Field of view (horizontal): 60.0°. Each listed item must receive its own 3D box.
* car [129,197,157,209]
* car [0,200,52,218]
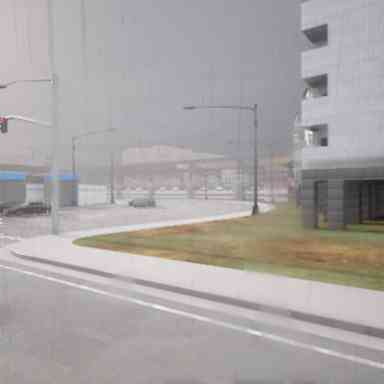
[{"bbox_3d":[-6.573,1.557,47.109,1.837,1.490,4.892,0,0,18],"label":"car"},{"bbox_3d":[-15.336,1.574,31.609,1.812,1.442,4.674,0,0,36],"label":"car"}]
